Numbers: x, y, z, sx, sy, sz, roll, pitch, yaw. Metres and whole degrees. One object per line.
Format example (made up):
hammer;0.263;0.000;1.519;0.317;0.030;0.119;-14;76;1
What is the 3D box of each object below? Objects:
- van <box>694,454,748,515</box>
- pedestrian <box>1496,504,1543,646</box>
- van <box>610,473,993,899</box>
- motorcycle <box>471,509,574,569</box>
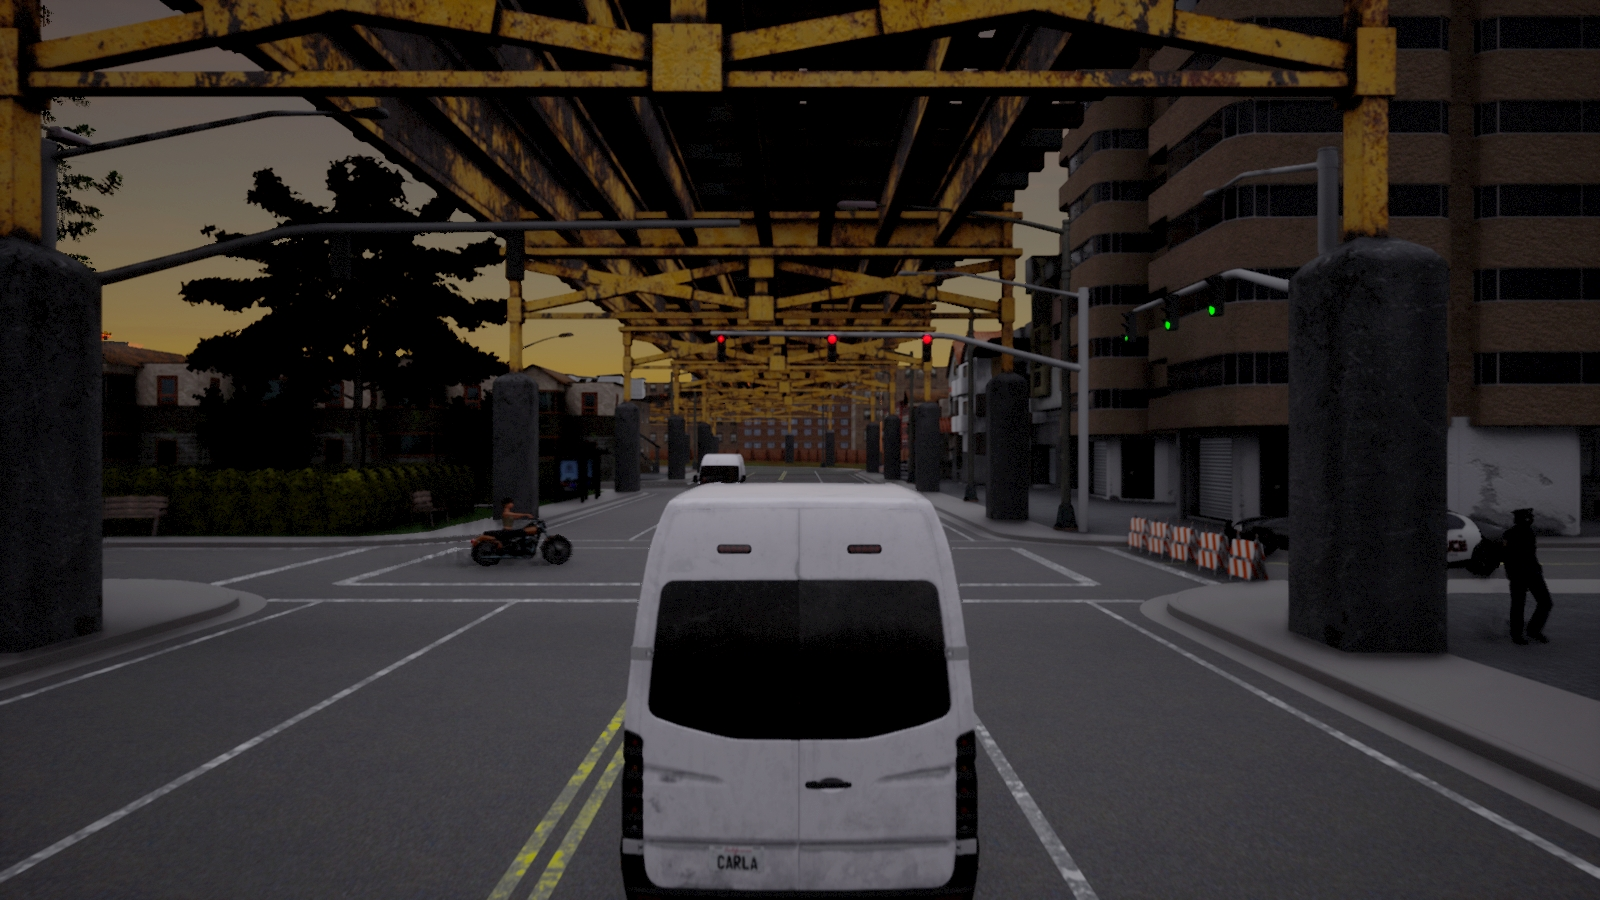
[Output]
van;-3.482;1.456;51.224;1.988;2.561;5.915;0;0;0
pedestrian;9.708;1.676;15.425;0.375;1.860;0.375;0;0;-7
van;0.011;1.519;8.885;1.988;2.561;5.915;0;0;0
motorcycle;-6.599;2.099;27.187;2.356;1.332;0.764;0;-1;-14
